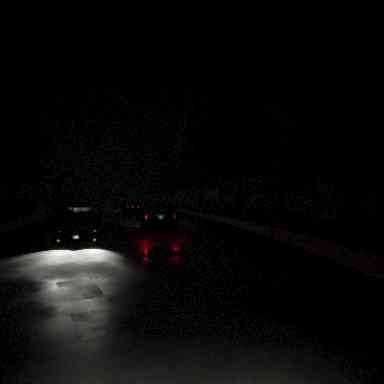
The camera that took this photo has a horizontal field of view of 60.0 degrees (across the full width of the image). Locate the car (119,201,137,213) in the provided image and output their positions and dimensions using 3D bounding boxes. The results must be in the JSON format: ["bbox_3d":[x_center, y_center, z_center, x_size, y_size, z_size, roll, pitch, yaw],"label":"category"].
[{"bbox_3d":[-7.624,1.739,40.211,2.033,1.411,5.357,0,0,-21],"label":"car"}]

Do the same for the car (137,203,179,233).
[{"bbox_3d":[-2.107,1.446,20.569,2.097,1.767,4.553,0,0,-10],"label":"car"}]

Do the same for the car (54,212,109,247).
[{"bbox_3d":[-4.974,1.643,15.423,1.994,1.385,4.181,0,0,-9],"label":"car"}]

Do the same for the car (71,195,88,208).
[{"bbox_3d":[-19.068,1.509,56.154,2.150,2.045,5.566,0,0,-27],"label":"car"}]
